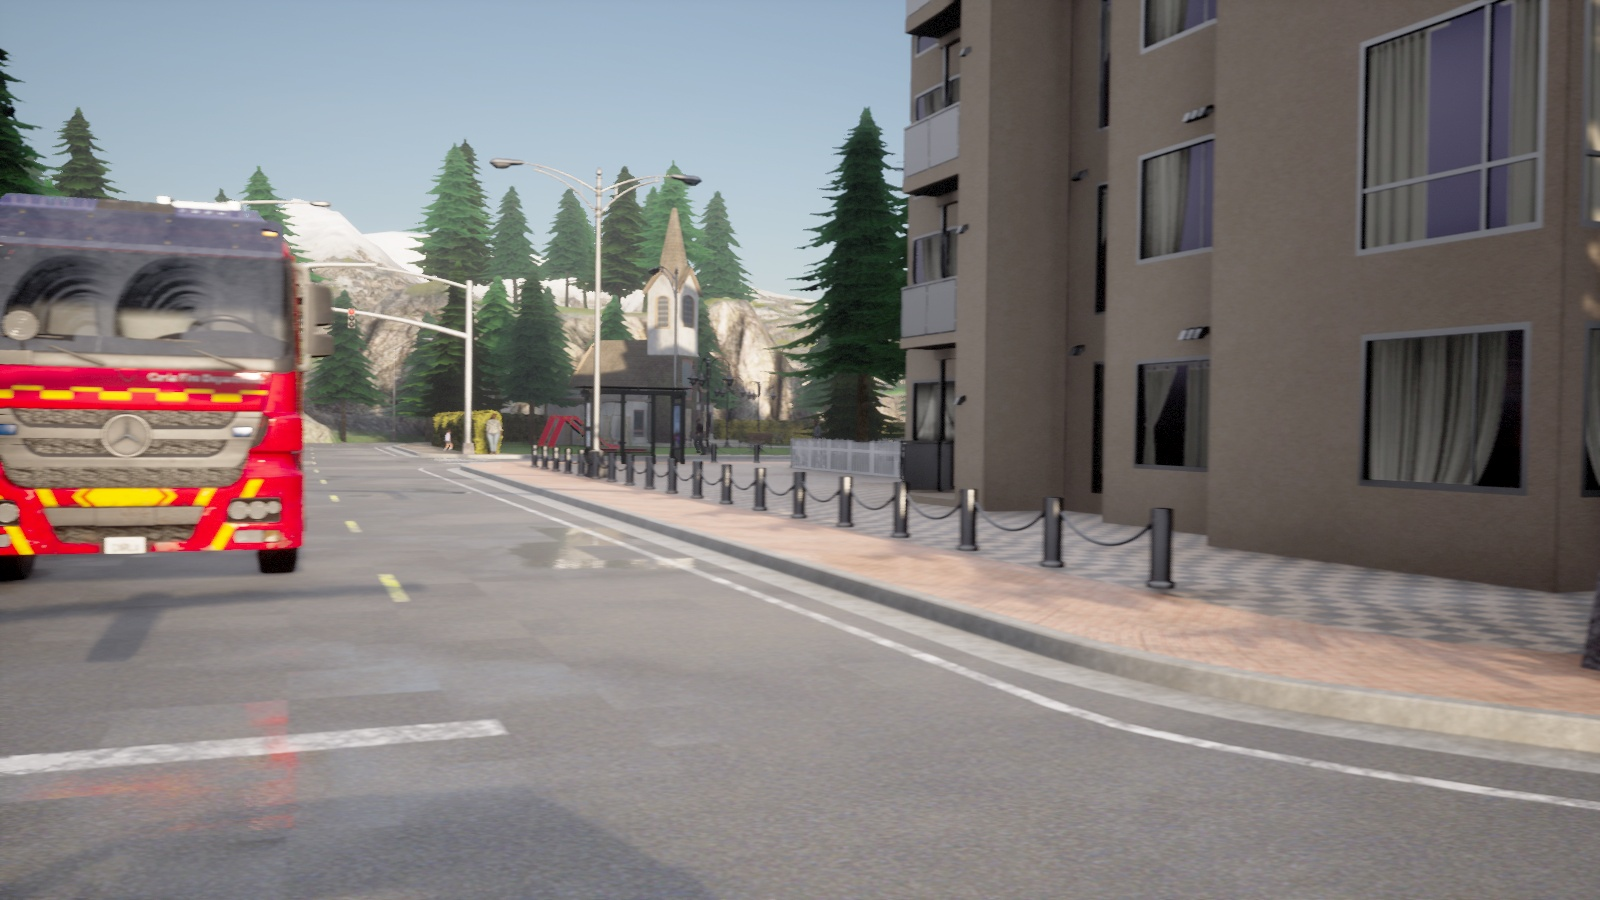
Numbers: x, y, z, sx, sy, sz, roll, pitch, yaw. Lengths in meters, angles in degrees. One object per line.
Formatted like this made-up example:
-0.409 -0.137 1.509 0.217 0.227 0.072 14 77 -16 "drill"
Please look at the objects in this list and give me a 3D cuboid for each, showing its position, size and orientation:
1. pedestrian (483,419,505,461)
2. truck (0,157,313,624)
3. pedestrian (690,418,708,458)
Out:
-13.674 -0.448 56.150 0.874 1.855 0.900 -1 1 -8 "pedestrian"
-7.266 -0.555 14.584 2.891 3.827 8.468 -1 1 -22 "truck"
-4.733 -0.576 58.976 0.720 1.854 0.376 -1 1 -22 "pedestrian"
